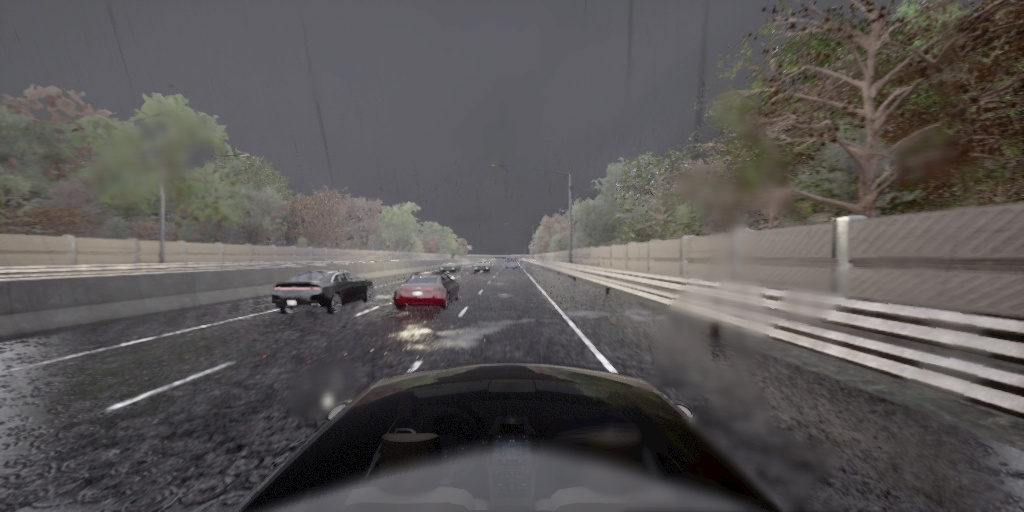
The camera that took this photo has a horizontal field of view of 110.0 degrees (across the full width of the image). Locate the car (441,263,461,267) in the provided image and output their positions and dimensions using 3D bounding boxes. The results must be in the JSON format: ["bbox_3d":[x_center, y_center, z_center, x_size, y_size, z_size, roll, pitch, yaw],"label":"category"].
[{"bbox_3d":[-6.900,1.387,40.535,1.895,1.301,4.718,0,0,0],"label":"car"}]

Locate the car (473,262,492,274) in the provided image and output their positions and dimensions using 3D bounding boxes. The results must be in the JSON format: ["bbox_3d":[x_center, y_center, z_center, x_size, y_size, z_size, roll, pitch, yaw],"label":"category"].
[{"bbox_3d":[-3.400,1.391,42.409,1.895,1.301,4.718,0,0,0],"label":"car"}]

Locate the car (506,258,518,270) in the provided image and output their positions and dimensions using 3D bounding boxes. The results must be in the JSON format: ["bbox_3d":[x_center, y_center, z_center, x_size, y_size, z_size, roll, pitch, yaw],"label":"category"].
[{"bbox_3d":[-0.001,1.389,56.066,1.994,1.385,4.181,0,0,0],"label":"car"}]

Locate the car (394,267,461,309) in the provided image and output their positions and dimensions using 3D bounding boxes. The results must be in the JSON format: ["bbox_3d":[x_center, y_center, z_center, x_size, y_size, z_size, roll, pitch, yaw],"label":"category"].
[{"bbox_3d":[-3.399,1.321,14.937,1.994,1.385,4.181,0,0,0],"label":"car"}]

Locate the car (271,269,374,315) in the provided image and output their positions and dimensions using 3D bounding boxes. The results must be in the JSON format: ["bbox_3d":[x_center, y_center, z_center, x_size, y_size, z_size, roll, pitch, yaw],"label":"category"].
[{"bbox_3d":[-6.901,1.247,13.667,2.128,1.511,4.902,0,0,0],"label":"car"}]
